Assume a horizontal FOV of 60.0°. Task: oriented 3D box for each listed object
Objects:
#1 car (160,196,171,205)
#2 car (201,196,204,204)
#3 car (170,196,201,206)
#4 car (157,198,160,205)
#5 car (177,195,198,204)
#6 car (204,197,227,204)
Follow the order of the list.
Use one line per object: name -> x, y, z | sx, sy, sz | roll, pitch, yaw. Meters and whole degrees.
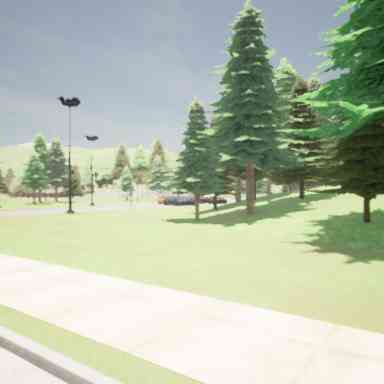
car -> -3.040, 1.495, 59.783 | 2.097, 1.767, 4.553 | 0, 0, 37
car -> 2.010, 1.621, 66.783 | 1.882, 1.535, 5.008 | 0, 0, 36
car -> -1.040, 1.731, 56.581 | 1.895, 1.301, 4.718 | 0, 0, 37
car -> -4.504, 1.509, 63.714 | 2.097, 1.767, 4.553 | 0, 0, 37
car -> -0.835, 1.508, 68.824 | 2.097, 1.767, 4.553 | 0, 0, 36
car -> 4.855, 1.731, 64.743 | 1.895, 1.301, 4.718 | 0, 0, 36
